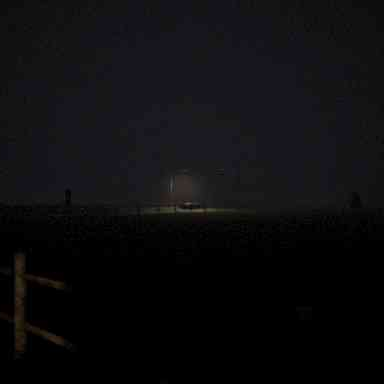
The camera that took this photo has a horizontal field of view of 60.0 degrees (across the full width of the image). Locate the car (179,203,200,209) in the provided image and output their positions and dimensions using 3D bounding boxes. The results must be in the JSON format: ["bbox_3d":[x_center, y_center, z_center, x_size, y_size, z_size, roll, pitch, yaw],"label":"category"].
[{"bbox_3d":[-0.472,2.664,63.325,1.895,1.301,4.718,0,-1,36],"label":"car"}]

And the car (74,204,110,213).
[{"bbox_3d":[-13.529,2.223,45.180,1.895,1.301,4.718,0,-1,36],"label":"car"}]
